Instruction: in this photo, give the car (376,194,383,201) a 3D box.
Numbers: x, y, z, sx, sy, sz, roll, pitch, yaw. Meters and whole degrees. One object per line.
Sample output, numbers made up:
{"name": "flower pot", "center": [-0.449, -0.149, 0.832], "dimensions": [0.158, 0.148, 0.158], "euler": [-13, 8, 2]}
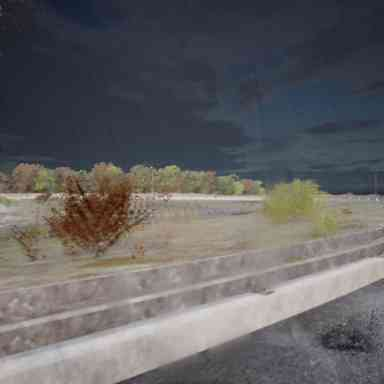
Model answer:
{"name": "car", "center": [44.063, 1.191, 76.062], "dimensions": [2.097, 1.767, 4.553], "euler": [0, 0, 3]}
